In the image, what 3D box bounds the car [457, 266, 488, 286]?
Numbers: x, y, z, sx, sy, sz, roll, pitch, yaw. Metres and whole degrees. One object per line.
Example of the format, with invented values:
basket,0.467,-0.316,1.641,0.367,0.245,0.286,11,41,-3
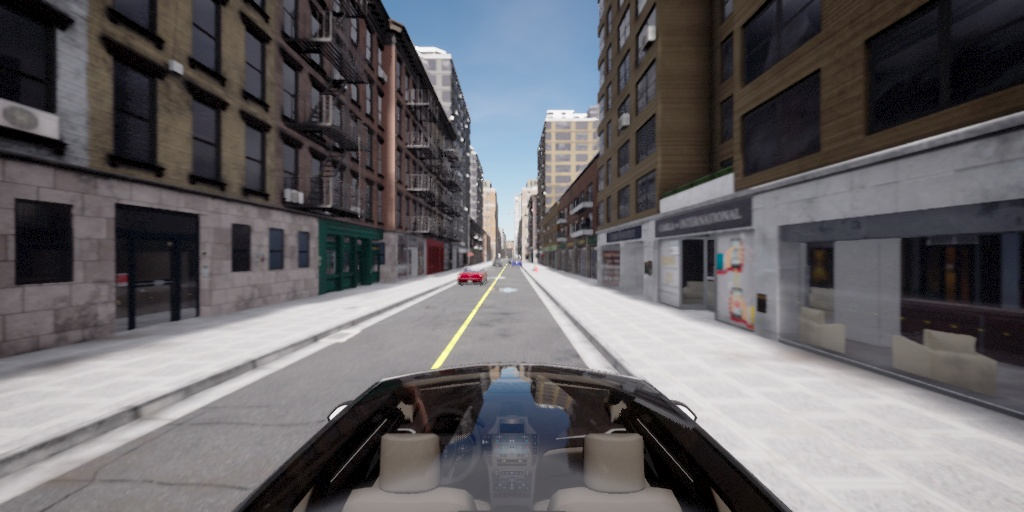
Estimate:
car,-2.847,1.430,26.427,1.895,1.301,4.718,0,0,0
